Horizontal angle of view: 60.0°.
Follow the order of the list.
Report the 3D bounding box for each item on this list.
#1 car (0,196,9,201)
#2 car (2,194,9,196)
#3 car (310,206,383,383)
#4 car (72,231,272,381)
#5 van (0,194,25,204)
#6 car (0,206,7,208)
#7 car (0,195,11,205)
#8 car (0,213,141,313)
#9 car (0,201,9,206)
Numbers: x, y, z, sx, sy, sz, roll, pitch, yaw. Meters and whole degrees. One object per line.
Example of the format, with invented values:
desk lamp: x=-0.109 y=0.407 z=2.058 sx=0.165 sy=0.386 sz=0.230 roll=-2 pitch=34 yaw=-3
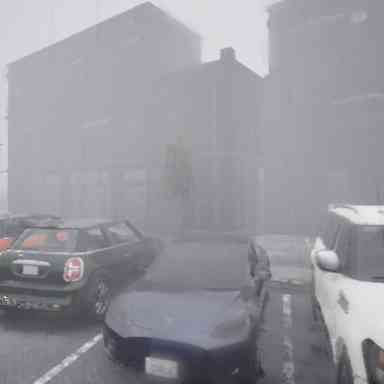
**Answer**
car: x=-28.061 y=1.600 z=45.654 sx=4.792 sy=1.488 sz=2.163 roll=1 pitch=1 yaw=14
car: x=-26.407 y=1.321 z=48.117 sx=5.566 sy=2.045 sz=2.435 roll=1 pitch=1 yaw=14
car: x=2.760 y=1.234 z=4.140 sx=2.435 sy=2.045 sz=5.566 roll=1 pitch=-1 yaw=16
car: x=0.319 y=1.517 z=5.884 sx=2.163 sy=1.488 sz=4.792 roll=1 pitch=-1 yaw=16
van: x=-35.386 y=1.386 z=65.277 sx=4.442 sy=1.987 sz=1.878 roll=-1 pitch=0 yaw=14
car: x=-4.577 y=1.367 z=9.379 sx=2.185 sy=1.767 sz=4.553 roll=0 pitch=-1 yaw=16
car: x=-36.990 y=1.484 z=62.761 sx=4.553 sy=1.767 sz=2.185 roll=-1 pitch=-1 yaw=14
car: x=-2.136 y=1.364 z=7.633 sx=2.185 sy=1.767 sz=4.553 roll=0 pitch=-1 yaw=16
car: x=-9.435 y=1.377 z=12.930 sx=2.185 sy=1.767 sz=4.553 roll=0 pitch=-1 yaw=15
